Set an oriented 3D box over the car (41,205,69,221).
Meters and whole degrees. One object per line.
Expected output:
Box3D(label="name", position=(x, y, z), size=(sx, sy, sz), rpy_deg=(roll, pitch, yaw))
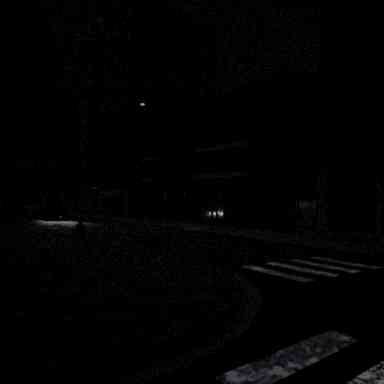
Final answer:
Box3D(label="car", position=(-14.051, 2.158, 33.986), size=(1.837, 1.490, 4.892), rpy_deg=(2, -3, -35))
